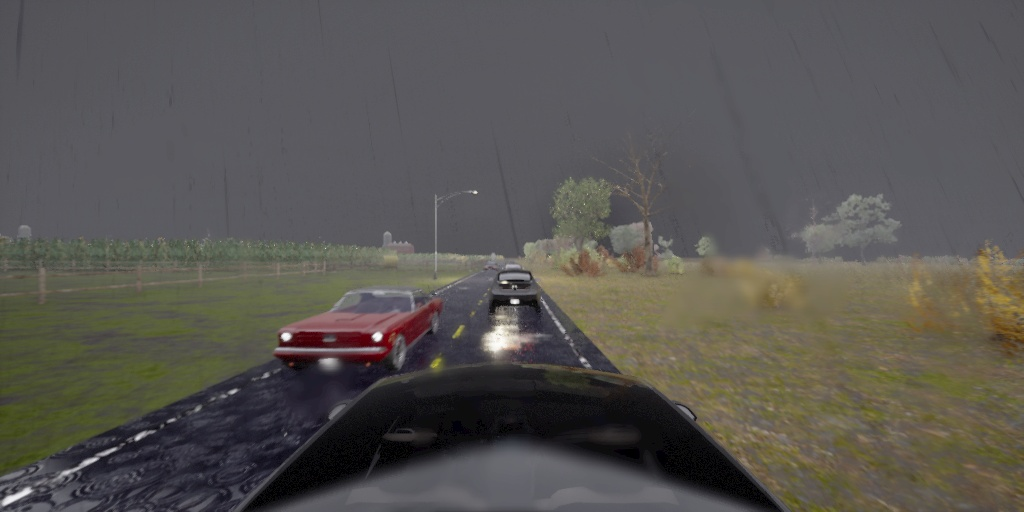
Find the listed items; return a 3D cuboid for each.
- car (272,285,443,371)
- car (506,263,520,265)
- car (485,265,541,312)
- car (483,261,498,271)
[{"bbox_3d":[-2.854,1.359,7.819,1.895,1.301,4.718,0,0,0],"label":"car"},{"bbox_3d":[0.089,1.343,32.177,2.033,1.411,5.357,0,0,0],"label":"car"},{"bbox_3d":[0.095,1.272,14.286,1.837,1.490,4.892,0,0,0],"label":"car"},{"bbox_3d":[-2.845,1.400,49.720,1.994,1.385,4.181,0,0,0],"label":"car"}]
